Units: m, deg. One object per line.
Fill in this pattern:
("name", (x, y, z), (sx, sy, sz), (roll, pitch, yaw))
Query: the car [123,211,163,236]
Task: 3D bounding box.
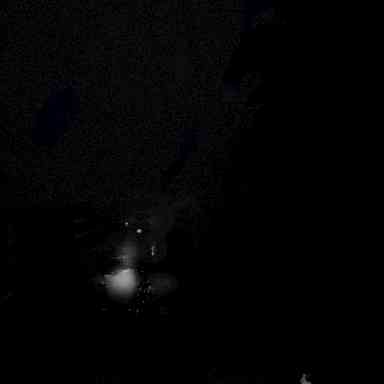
("car", (-2.865, 1.839, 20.318), (1.895, 1.301, 4.718), (0, -1, 0))
